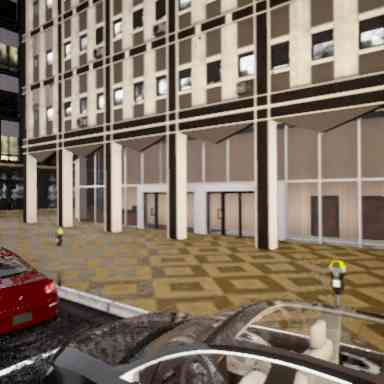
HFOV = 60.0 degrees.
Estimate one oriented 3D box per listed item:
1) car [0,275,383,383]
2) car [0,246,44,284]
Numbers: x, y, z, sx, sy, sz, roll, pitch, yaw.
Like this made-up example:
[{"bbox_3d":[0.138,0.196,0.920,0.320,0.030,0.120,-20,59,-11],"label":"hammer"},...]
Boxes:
[{"bbox_3d":[0.639,1.548,2.430,4.403,1.369,2.008,0,0,35],"label":"car"},{"bbox_3d":[-3.981,1.555,5.724,4.206,1.307,1.802,0,0,35],"label":"car"}]
